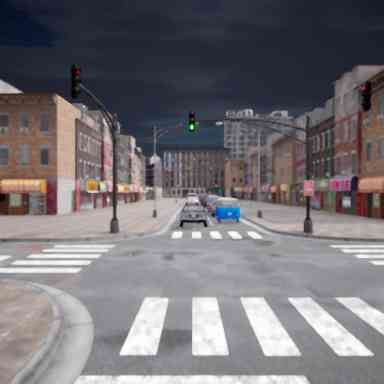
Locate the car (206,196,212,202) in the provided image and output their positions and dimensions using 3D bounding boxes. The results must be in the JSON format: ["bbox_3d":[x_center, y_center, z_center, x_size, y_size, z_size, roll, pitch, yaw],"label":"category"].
[{"bbox_3d":[2.631,1.429,30.503,1.967,1.590,4.097,0,0,0],"label":"car"}]

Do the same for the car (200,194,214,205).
[{"bbox_3d":[2.626,1.310,57.880,2.192,1.841,5.009,0,0,0],"label":"car"}]

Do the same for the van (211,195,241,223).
[{"bbox_3d":[2.631,1.331,25.028,1.690,1.788,3.998,0,0,0],"label":"van"}]

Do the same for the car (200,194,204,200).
[{"bbox_3d":[2.626,1.306,46.927,2.192,1.841,5.009,0,0,0],"label":"car"}]

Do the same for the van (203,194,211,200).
[{"bbox_3d":[2.628,1.331,41.454,1.690,1.788,3.998,0,0,0],"label":"van"}]

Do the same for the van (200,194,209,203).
[{"bbox_3d":[2.625,1.340,68.831,1.690,1.788,3.998,0,0,0],"label":"van"}]

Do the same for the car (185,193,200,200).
[{"bbox_3d":[-0.008,1.216,55.095,2.150,2.045,5.566,0,0,0],"label":"car"}]

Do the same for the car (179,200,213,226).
[{"bbox_3d":[0.097,1.538,23.211,2.033,1.411,5.357,0,0,0],"label":"car"}]

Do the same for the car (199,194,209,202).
[{"bbox_3d":[2.624,1.316,74.306,2.192,1.841,5.009,0,0,0],"label":"car"}]

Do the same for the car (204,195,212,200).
[{"bbox_3d":[2.630,1.429,35.979,1.967,1.590,4.097,0,0,0],"label":"car"}]
